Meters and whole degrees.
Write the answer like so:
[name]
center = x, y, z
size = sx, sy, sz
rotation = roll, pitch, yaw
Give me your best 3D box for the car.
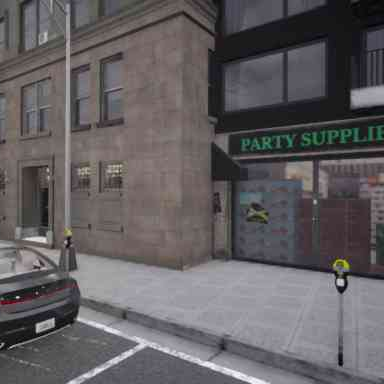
[car]
center = -3.743, 1.550, 5.710
size = 4.403, 1.369, 2.008
rotation = 0, 0, 35
